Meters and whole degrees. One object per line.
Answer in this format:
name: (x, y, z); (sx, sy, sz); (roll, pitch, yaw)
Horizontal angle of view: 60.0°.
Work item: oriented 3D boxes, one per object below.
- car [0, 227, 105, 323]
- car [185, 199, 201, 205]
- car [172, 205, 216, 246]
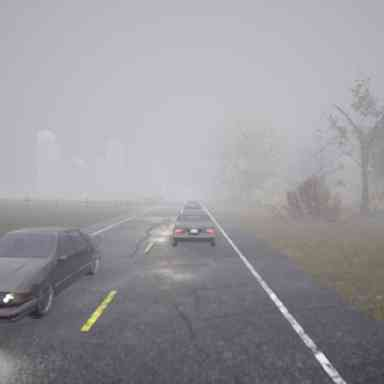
car: (-3.521, 1.550, 7.687); (2.033, 1.411, 5.357); (0, 0, 0)
car: (0.075, 1.575, 41.855); (1.994, 1.385, 4.181); (0, 0, 0)
car: (0.083, 1.552, 15.296); (2.033, 1.411, 5.357); (0, 0, 0)
